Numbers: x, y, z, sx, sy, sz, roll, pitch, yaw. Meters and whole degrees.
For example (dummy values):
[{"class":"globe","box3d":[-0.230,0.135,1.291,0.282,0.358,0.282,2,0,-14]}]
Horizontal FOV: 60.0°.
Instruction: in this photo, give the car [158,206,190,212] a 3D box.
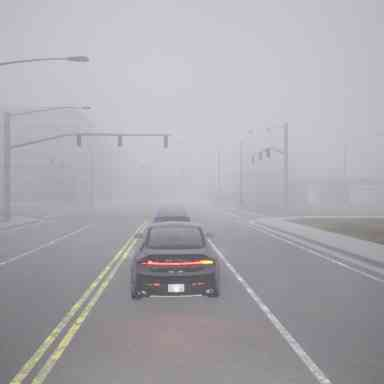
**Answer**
[{"class":"car","box3d":[-1.086,1.478,17.956,1.882,1.535,5.008,0,0,-4]}]

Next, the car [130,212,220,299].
[{"class":"car","box3d":[-0.445,1.505,8.484,1.837,1.490,4.892,0,0,-4]}]
